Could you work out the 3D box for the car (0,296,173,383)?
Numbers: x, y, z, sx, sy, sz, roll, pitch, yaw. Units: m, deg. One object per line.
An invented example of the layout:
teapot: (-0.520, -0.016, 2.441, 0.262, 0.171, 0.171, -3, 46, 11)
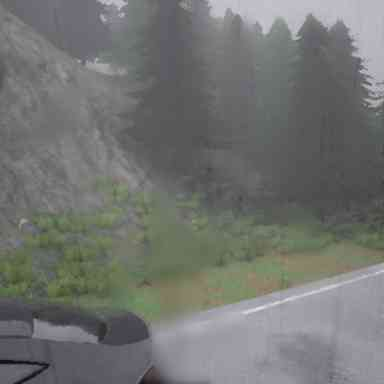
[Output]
car: (-2.319, 1.527, 1.976, 4.674, 1.442, 1.812, 0, 0, -35)
